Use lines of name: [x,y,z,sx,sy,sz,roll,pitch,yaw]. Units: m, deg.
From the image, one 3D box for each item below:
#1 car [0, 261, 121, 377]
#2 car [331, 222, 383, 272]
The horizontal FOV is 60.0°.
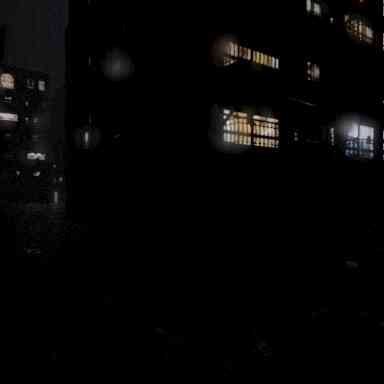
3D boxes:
car: [-2.951,1.580,4.004,4.206,1.307,1.802,1,-1,-36]
car: [6.249,1.667,10.570,4.313,1.339,1.947,1,-1,-36]
